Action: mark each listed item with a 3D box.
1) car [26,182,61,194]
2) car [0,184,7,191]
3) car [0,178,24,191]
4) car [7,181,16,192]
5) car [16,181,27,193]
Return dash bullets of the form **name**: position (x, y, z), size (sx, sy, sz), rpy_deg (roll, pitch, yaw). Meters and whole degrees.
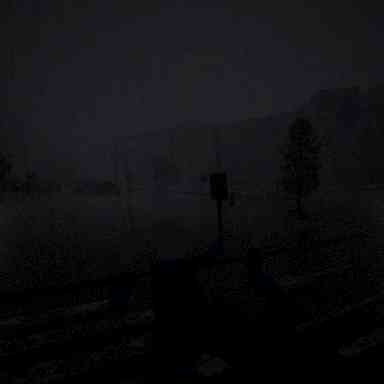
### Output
- **car**: position (-21.555, -0.612, 49.455), size (2.163, 1.488, 4.792), rpy_deg (1, 6, 17)
- **car**: position (-28.717, -1.029, 54.677), size (2.097, 1.535, 5.008), rpy_deg (1, 6, 16)
- **car**: position (-31.155, -1.271, 56.315), size (2.185, 1.767, 4.553), rpy_deg (0, 6, 15)
- **car**: position (-26.318, -0.864, 52.969), size (2.002, 1.452, 4.674), rpy_deg (0, 6, 16)
- **car**: position (-23.918, -0.776, 51.241), size (2.231, 1.521, 4.892), rpy_deg (1, 6, 17)
